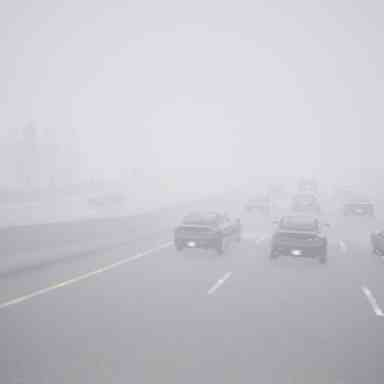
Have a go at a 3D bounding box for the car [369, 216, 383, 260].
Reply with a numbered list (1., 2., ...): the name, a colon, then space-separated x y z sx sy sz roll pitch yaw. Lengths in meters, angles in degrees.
1. car: 7.171 1.775 10.889 1.895 1.301 4.718 1 2 20

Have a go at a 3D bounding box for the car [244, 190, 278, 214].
1. car: 5.547 0.912 26.981 1.895 1.301 4.718 1 5 20

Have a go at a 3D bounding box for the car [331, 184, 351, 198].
1. car: 16.380 -0.190 36.358 2.033 1.411 5.357 1 6 20

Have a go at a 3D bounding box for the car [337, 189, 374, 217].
1. car: 12.210 0.930 24.814 1.882 1.535 5.008 1 5 20

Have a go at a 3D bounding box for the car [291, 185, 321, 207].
1. car: 9.011 0.707 26.237 2.097 1.767 4.553 1 5 20

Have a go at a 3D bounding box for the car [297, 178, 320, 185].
1. car: 13.032 -0.577 37.373 2.150 2.045 5.566 1 7 20

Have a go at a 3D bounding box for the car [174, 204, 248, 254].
1. car: 0.822 1.508 13.886 1.837 1.490 4.892 1 2 20

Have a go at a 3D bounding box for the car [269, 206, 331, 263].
1. car: 4.122 1.588 12.725 1.837 1.490 4.892 1 2 20

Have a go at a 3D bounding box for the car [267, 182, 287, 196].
1. car: 9.987 -0.445 39.232 1.837 1.490 4.892 1 7 20

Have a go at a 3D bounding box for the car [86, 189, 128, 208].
1. car: -7.888 0.508 31.275 1.882 1.535 5.008 1 5 20
